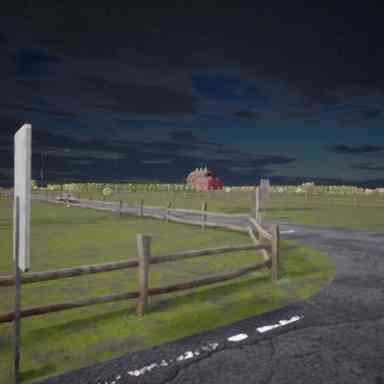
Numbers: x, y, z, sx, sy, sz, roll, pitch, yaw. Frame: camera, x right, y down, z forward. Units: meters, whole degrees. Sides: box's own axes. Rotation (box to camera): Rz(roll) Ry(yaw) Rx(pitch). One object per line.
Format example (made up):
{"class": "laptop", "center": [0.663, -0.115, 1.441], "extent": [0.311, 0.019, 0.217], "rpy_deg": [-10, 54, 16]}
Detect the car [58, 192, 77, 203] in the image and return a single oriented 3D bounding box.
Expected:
{"class": "car", "center": [-18.723, 0.818, 49.898], "extent": [2.128, 1.511, 4.902], "rpy_deg": [1, 0, -36]}
